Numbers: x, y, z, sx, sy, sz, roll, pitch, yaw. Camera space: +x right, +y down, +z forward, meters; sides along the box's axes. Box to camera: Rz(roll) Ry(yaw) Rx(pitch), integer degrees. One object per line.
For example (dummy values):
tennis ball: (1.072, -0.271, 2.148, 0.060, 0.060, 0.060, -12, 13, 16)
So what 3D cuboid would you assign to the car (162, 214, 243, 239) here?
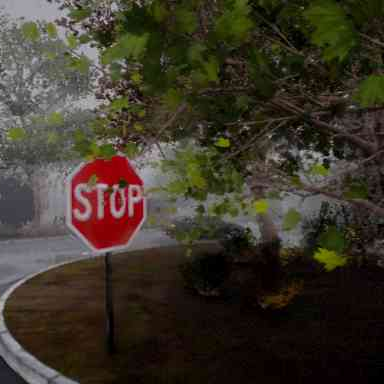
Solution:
car: (0.733, 2.032, 18.909, 4.892, 1.490, 1.837, 2, -2, -25)
